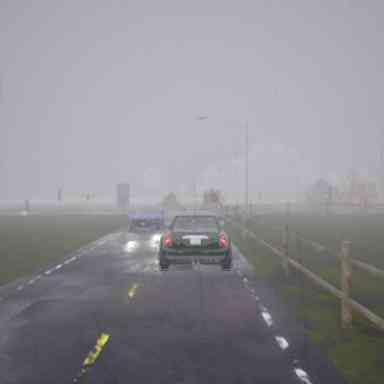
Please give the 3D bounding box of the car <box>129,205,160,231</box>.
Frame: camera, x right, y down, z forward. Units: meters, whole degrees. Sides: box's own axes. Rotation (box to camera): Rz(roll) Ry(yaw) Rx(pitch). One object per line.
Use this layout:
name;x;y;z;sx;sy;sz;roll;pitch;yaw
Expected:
car;-2.818;1.612;21.830;1.882;1.535;5.008;0;-1;0

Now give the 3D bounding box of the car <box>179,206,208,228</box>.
car;0.097;1.751;24.476;1.895;1.301;4.718;0;0;0

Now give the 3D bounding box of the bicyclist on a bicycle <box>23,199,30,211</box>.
bicyclist on a bicycle;-22.515;1.788;45.272;0.582;1.620;1.656;0;0;0

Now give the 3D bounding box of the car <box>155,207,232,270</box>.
car;0.097;1.422;11.415;2.097;1.767;4.553;0;0;0
